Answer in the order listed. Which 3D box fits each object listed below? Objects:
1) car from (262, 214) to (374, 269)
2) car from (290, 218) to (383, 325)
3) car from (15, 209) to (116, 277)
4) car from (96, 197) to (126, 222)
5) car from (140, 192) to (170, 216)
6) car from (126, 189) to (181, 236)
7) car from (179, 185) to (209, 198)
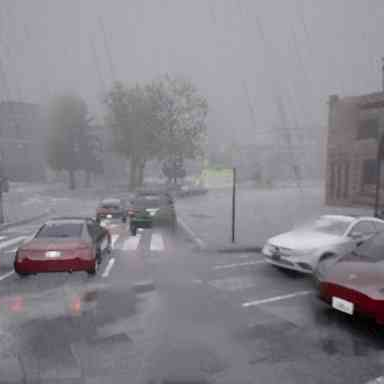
[{"bbox_3d":[4.153,1.361,9.282,4.674,1.452,2.002,0,1,-27],"label":"car"},{"bbox_3d":[4.504,1.391,6.341,4.792,1.488,2.163,0,1,-27],"label":"car"},{"bbox_3d":[-3.593,1.433,9.942,1.994,1.385,4.181,0,1,-8],"label":"car"},{"bbox_3d":[-5.180,1.108,22.149,1.837,1.490,4.892,0,2,-7],"label":"car"},{"bbox_3d":[-2.907,0.871,27.118,1.837,1.490,4.892,0,3,0],"label":"car"},{"bbox_3d":[-2.022,0.971,17.137,2.150,2.045,5.566,0,1,-8],"label":"car"},{"bbox_3d":[0.085,-0.164,40.325,1.812,1.442,4.674,5,7,42],"label":"car"}]
